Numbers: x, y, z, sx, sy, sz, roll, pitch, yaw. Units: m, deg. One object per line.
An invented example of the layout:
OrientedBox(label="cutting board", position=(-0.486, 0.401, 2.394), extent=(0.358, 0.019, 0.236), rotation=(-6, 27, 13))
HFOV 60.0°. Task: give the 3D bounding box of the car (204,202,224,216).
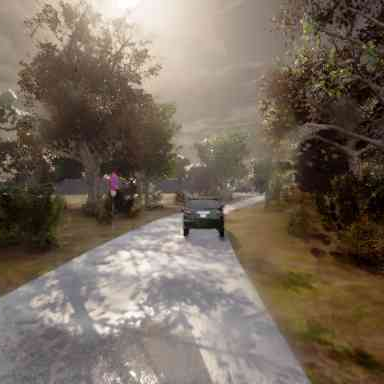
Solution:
OrientedBox(label="car", position=(2.540, 1.811, 37.025), extent=(1.994, 1.385, 4.181), rotation=(0, -1, 7))

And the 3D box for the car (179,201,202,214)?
OrientedBox(label="car", position=(-0.107, 1.824, 39.321), extent=(1.994, 1.385, 4.181), rotation=(0, -1, 8))

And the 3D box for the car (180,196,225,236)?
OrientedBox(label="car", position=(0.722, 1.269, 19.051), extent=(2.150, 2.045, 5.566), rotation=(0, 0, 4))
